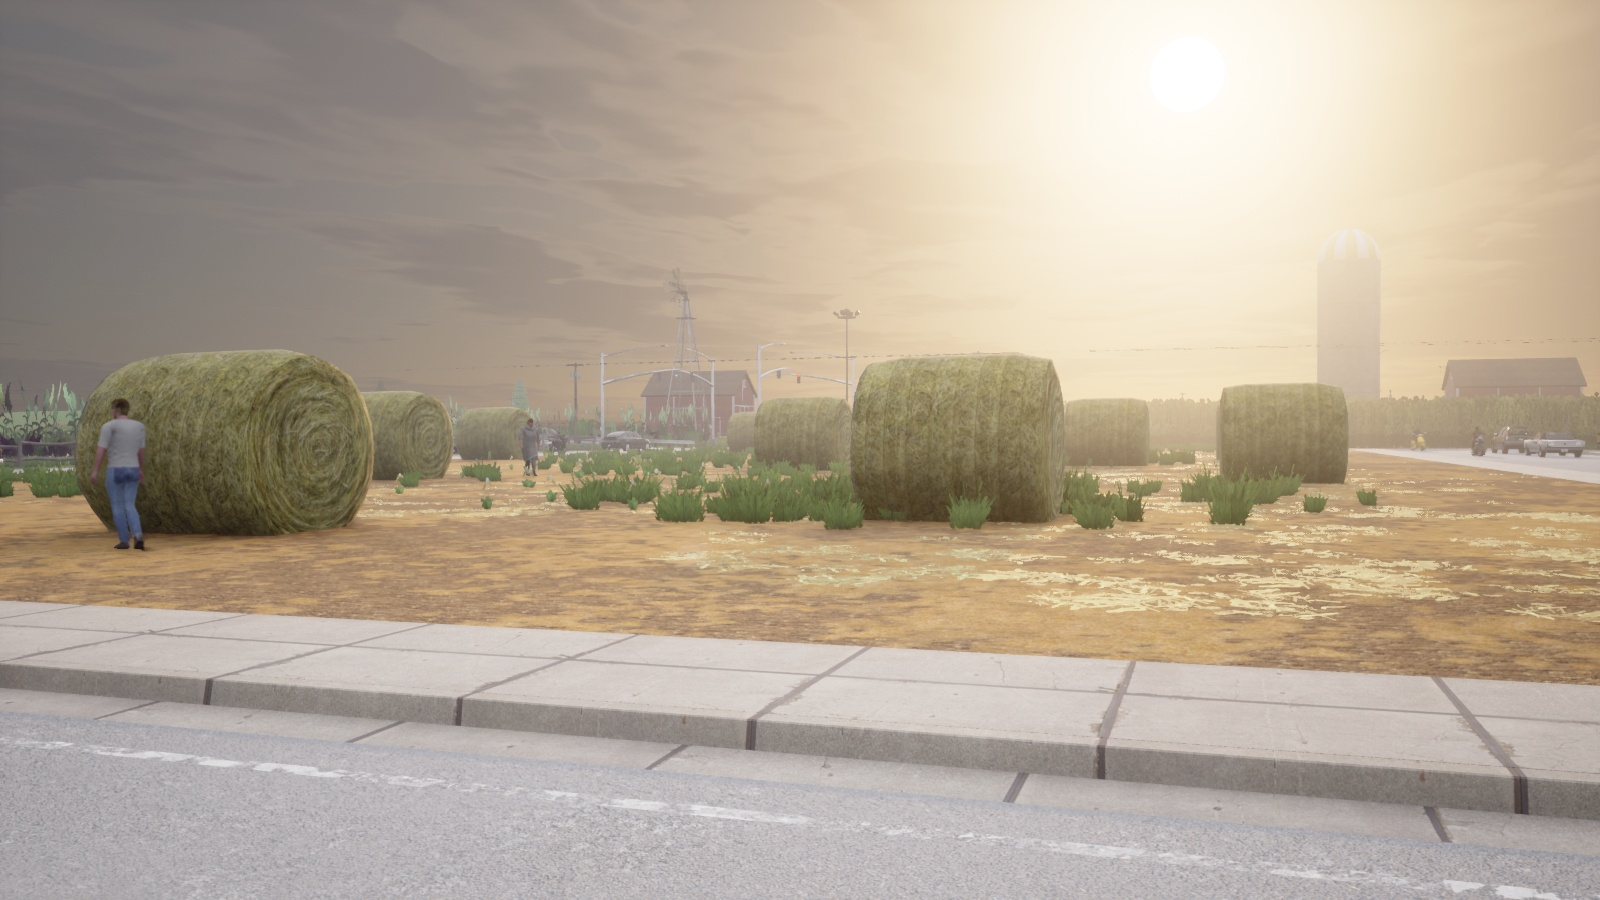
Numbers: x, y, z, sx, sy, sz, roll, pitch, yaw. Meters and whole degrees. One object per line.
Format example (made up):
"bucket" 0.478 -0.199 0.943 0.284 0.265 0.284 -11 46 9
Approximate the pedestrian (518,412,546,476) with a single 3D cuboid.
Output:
"pedestrian" -8.236 -0.196 38.519 0.659 1.952 0.873 0 1 -26

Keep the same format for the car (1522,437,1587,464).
"car" 39.381 -0.003 65.668 1.895 1.301 4.718 1 1 18

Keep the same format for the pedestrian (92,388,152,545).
"pedestrian" -8.118 0.191 15.039 0.706 1.836 0.354 1 1 36

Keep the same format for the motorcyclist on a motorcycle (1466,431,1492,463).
"motorcyclist on a motorcycle" 36.042 -0.183 66.708 0.766 1.649 2.350 1 1 18

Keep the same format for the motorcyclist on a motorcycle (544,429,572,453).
"motorcyclist on a motorcycle" -15.617 -0.582 81.036 0.797 1.523 2.044 1 1 21

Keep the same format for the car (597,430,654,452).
"car" -12.362 -0.680 89.347 1.837 1.490 4.892 1 1 21

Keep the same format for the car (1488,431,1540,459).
"car" 42.001 -0.328 73.940 1.851 1.617 3.988 1 1 18

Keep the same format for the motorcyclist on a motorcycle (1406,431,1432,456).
"motorcyclist on a motorcycle" 40.388 -0.408 81.972 0.866 1.590 1.817 -1 1 4
